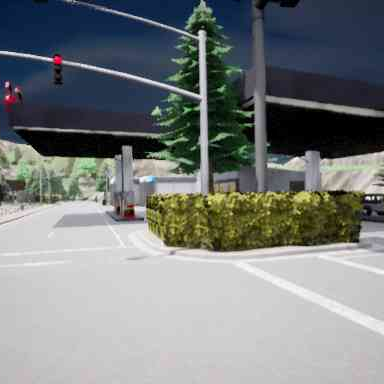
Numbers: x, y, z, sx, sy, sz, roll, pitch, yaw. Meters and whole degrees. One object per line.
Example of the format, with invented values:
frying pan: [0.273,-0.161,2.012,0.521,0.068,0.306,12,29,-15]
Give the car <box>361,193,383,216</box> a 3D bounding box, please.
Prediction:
car: [15.377,1.064,26.588,1.905,1.878,3.866,-1,0,-18]

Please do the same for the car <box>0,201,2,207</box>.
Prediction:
car: [-34.769,2.154,55.164,5.027,1.636,2.152,-1,0,-18]

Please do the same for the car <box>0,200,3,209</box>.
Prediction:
car: [-35.771,2.190,58.136,4.514,1.523,2.007,-1,0,-18]
